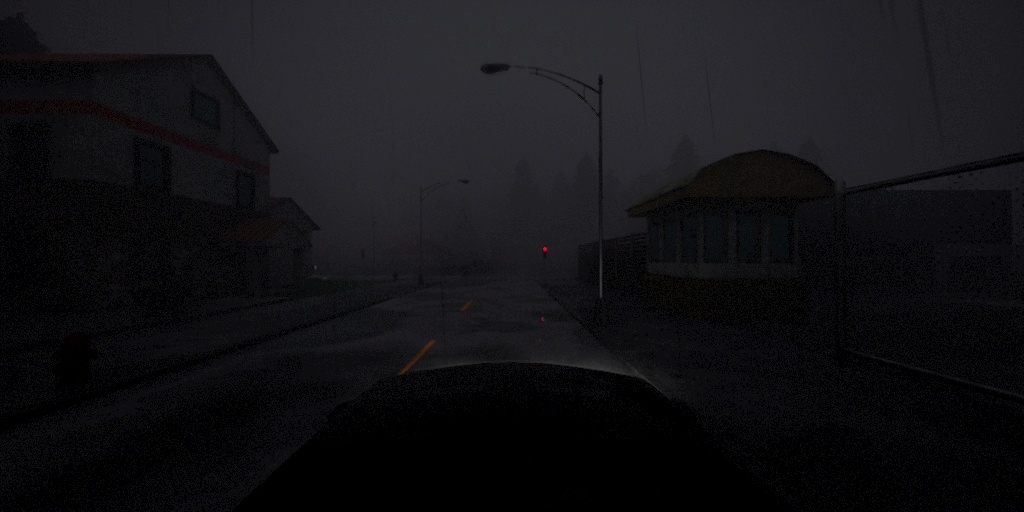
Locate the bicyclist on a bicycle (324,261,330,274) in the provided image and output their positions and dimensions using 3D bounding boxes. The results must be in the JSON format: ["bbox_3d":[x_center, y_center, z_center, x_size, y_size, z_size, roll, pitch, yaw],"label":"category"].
[{"bbox_3d":[-23.998,1.512,46.559,0.582,1.620,1.656,0,0,0],"label":"bicyclist on a bicycle"}]
